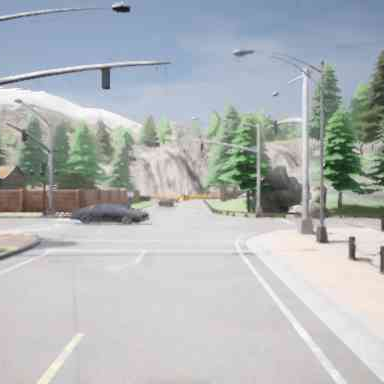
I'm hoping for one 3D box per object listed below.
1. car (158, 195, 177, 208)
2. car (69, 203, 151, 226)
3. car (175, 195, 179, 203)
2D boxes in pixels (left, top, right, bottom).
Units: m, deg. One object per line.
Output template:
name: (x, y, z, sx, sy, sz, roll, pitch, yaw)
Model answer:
car: (-3.577, 1.461, 46.096, 1.895, 1.301, 4.718, 0, 0, 0)
car: (-5.585, 1.472, 22.682, 5.357, 1.411, 2.033, 0, 0, 14)
car: (-3.496, 1.325, 64.227, 1.882, 1.535, 5.008, 0, 0, 0)
